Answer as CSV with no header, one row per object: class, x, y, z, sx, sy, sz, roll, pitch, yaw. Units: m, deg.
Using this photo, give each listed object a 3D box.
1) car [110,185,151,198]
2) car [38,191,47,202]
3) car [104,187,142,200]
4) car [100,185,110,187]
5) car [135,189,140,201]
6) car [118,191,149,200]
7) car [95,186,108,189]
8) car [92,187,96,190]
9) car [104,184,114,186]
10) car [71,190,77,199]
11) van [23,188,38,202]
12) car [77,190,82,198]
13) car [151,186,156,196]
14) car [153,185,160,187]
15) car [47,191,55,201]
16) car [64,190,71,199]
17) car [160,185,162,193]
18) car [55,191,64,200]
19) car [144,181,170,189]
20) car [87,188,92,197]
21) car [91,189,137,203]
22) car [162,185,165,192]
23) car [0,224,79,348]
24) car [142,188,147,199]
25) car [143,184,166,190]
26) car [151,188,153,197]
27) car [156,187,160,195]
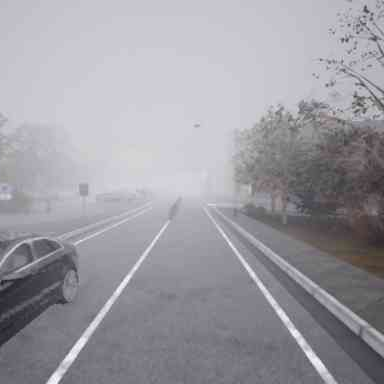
car,-10.112,0.335,54.583,5.566,2.045,2.435,0,1,0
car,-23.222,0.715,46.122,4.674,1.452,2.002,0,0,0
car,-10.152,0.531,49.014,4.553,1.767,2.185,0,1,0
car,-23.003,-0.213,79.571,5.008,1.535,2.097,0,3,0
car,-10.168,0.710,46.229,4.792,1.488,2.163,0,0,0
car,-10.059,0.537,57.376,4.892,1.521,2.231,0,1,0
car,-22.831,-0.091,76.783,5.366,1.575,1.946,0,2,0
car,-23.065,0.228,68.556,4.892,1.521,2.231,0,2,0
car,-23.007,-0.596,82.345,5.566,2.045,2.435,0,3,0
car,-23.330,0.528,57.407,5.366,1.575,1.946,0,1,0
van,-23.111,0.474,43.446,4.442,1.987,1.878,1,1,0
car,-23.098,0.504,60.061,4.792,1.488,2.163,0,1,0
car,-9.978,0.197,65.730,4.553,1.767,2.185,0,2,0
car,-9.985,-0.098,74.087,4.553,1.767,2.185,0,2,0
car,-23.204,0.692,48.907,4.674,1.452,2.002,0,0,0
car,-23.349,0.577,54.612,5.366,1.575,1.946,0,1,0
car,-9.967,-0.214,76.865,4.553,1.767,2.185,0,3,0
car,-23.211,0.650,51.819,4.792,1.488,2.163,0,1,0
car,-9.852,-1.205,93.555,5.566,2.045,2.435,0,3,0
car,-23.085,0.321,65.640,5.008,1.535,2.097,0,2,0
car,-10.128,0.733,43.445,4.792,1.488,2.163,0,0,0
car,-9.892,-0.347,82.441,5.008,1.535,2.097,0,3,0
car,-3.312,1.461,5.180,2.128,1.511,4.902,0,0,0
car,-10.097,0.626,51.794,5.008,1.535,2.097,0,1,0
car,-9.875,-0.488,85.226,5.008,1.535,2.097,0,3,0
car,-10.017,0.507,60.155,4.792,1.488,2.163,0,2,0
car,-10.001,0.163,71.308,4.792,1.488,2.163,0,2,0
